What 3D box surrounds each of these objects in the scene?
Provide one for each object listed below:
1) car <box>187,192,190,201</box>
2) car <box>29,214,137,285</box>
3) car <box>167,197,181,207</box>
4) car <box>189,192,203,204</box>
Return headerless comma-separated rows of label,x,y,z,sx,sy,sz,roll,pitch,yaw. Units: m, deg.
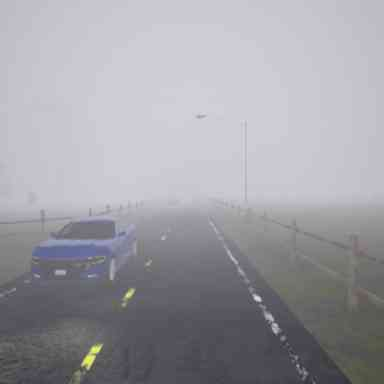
car,0.004,1.089,83.830,2.150,2.045,5.566,0,0,0
car,-2.841,1.470,9.710,1.882,1.535,5.008,0,0,0
car,-2.814,1.554,52.373,1.994,1.385,4.181,0,0,0
car,0.966,1.349,64.849,2.097,1.767,4.553,0,0,0
